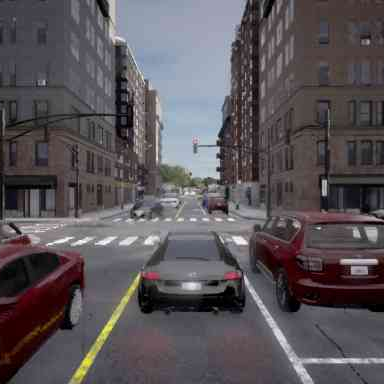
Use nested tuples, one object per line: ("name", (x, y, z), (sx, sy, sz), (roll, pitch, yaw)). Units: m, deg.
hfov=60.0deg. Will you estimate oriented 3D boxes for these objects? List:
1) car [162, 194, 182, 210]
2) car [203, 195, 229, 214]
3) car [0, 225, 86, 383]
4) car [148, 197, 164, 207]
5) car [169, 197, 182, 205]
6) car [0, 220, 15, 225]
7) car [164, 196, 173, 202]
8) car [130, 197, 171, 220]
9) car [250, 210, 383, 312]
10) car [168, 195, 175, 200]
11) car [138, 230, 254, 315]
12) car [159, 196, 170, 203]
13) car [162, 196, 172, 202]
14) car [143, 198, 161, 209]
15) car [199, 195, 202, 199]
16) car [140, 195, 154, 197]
("car", (-2.895, 1.221, 43.652), (2.150, 2.045, 5.566), (0, 0, 0))
("car", (2.652, 1.313, 34.673), (2.192, 1.841, 5.009), (0, 0, 0))
("car", (-2.855, 1.477, 4.087), (1.882, 1.535, 5.008), (0, 0, 0))
("car", (-5.486, 1.548, 51.172), (2.008, 1.369, 4.403), (0, 0, 0))
("car", (-2.874, 1.560, 58.943), (1.994, 1.385, 4.181), (0, 0, 1))
("car", (-5.397, 1.440, 7.605), (1.967, 1.590, 4.097), (0, 0, 0))
("car", (-5.514, 1.545, 78.690), (2.008, 1.369, 4.403), (0, 0, 0))
("car", (-3.644, 1.492, 28.247), (2.128, 1.511, 4.902), (0, 0, 11))
("car", (2.628, 1.315, 7.617), (2.192, 1.841, 5.009), (0, 0, 0))
("car", (-5.526, 1.575, 89.698), (1.802, 1.307, 4.206), (0, 0, 0))
("car", (0.014, 1.564, 7.640), (1.994, 1.385, 4.181), (0, 0, 1))
("car", (-5.503, 1.540, 67.683), (1.887, 1.381, 4.507), (0, 0, 0))
("car", (-5.509, 1.539, 73.186), (1.887, 1.381, 4.507), (0, 0, 0))
("car", (-5.480, 1.563, 45.668), (1.947, 1.339, 4.313), (0, 0, 0))
("car", (2.615, 1.312, 51.185), (2.192, 1.841, 5.009), (0, 0, 0))
("car", (-5.475, 1.313, 40.164), (2.192, 1.841, 5.009), (0, 0, 0))
